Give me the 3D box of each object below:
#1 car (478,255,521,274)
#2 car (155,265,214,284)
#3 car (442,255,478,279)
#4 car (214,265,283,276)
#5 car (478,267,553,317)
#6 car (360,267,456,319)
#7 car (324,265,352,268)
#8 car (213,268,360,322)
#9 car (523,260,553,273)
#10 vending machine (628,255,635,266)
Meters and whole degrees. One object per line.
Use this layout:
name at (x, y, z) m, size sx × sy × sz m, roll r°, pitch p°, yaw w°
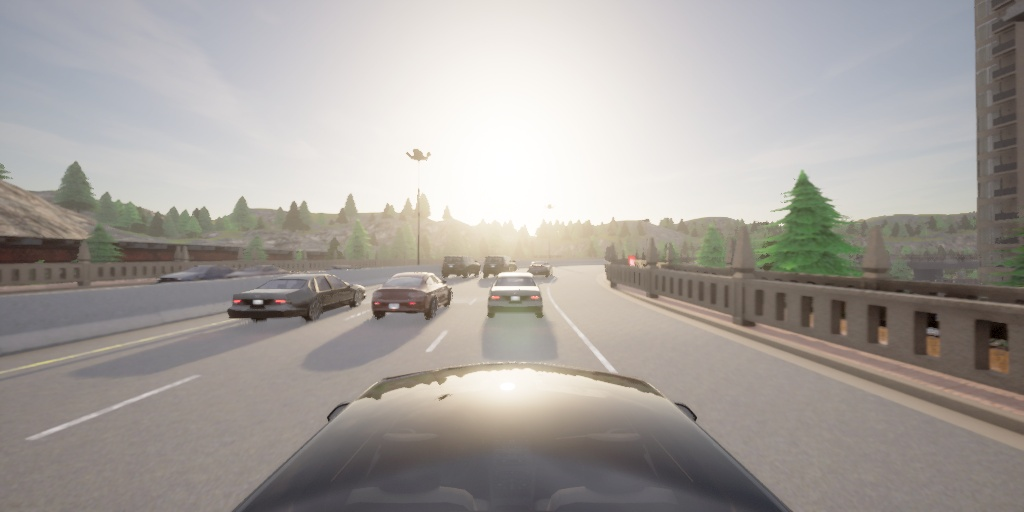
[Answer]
car at (-1.026, 0.961, 33.064) m, size 2.150 × 2.045 × 5.566 m, roll 0°, pitch 0°, yaw 13°
car at (-20.401, 1.316, 24.110) m, size 2.033 × 1.411 × 5.357 m, roll 0°, pitch 0°, yaw 6°
car at (-4.606, 0.970, 33.061) m, size 2.150 × 2.045 × 5.566 m, roll 0°, pitch 0°, yaw 12°
car at (-16.835, 1.328, 23.849) m, size 1.994 × 1.385 × 4.181 m, roll 0°, pitch 0°, yaw 6°
car at (0.139, 1.301, 13.140) m, size 2.033 × 1.411 × 5.357 m, roll 0°, pitch 0°, yaw 1°
car at (-3.375, 1.280, 12.663) m, size 1.812 × 1.442 × 4.674 m, roll 0°, pitch 0°, yaw 1°
car at (-13.076, 1.362, 26.413) m, size 1.895 × 1.301 × 4.718 m, roll 0°, pitch 0°, yaw 8°
car at (-6.877, 1.302, 12.248) m, size 2.033 × 1.411 × 5.357 m, roll 0°, pitch 0°, yaw 0°
car at (2.731, 1.220, 33.612) m, size 2.128 × 1.511 × 4.902 m, roll 0°, pitch 0°, yaw 13°
vending machine at (15.788, 0.854, 47.167) m, size 1.100 × 2.100 × 0.880 m, roll 0°, pitch 0°, yaw 26°
